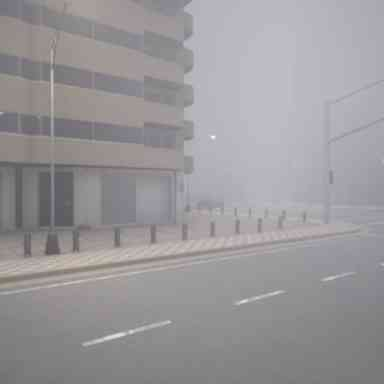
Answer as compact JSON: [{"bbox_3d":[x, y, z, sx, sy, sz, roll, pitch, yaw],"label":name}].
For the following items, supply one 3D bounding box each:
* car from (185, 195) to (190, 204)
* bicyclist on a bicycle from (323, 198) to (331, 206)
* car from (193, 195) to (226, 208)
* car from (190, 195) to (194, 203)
[{"bbox_3d":[-3.309,1.046,58.532,2.150,2.045,5.566,0,0,-34],"label":"car"},{"bbox_3d":[17.538,1.096,43.210,1.656,1.620,0.582,-1,0,-35],"label":"bicyclist on a bicycle"},{"bbox_3d":[2.502,1.404,43.824,1.994,1.385,4.181,0,0,-35],"label":"car"},{"bbox_3d":[-0.571,1.318,60.733,1.837,1.490,4.892,0,0,-34],"label":"car"}]
